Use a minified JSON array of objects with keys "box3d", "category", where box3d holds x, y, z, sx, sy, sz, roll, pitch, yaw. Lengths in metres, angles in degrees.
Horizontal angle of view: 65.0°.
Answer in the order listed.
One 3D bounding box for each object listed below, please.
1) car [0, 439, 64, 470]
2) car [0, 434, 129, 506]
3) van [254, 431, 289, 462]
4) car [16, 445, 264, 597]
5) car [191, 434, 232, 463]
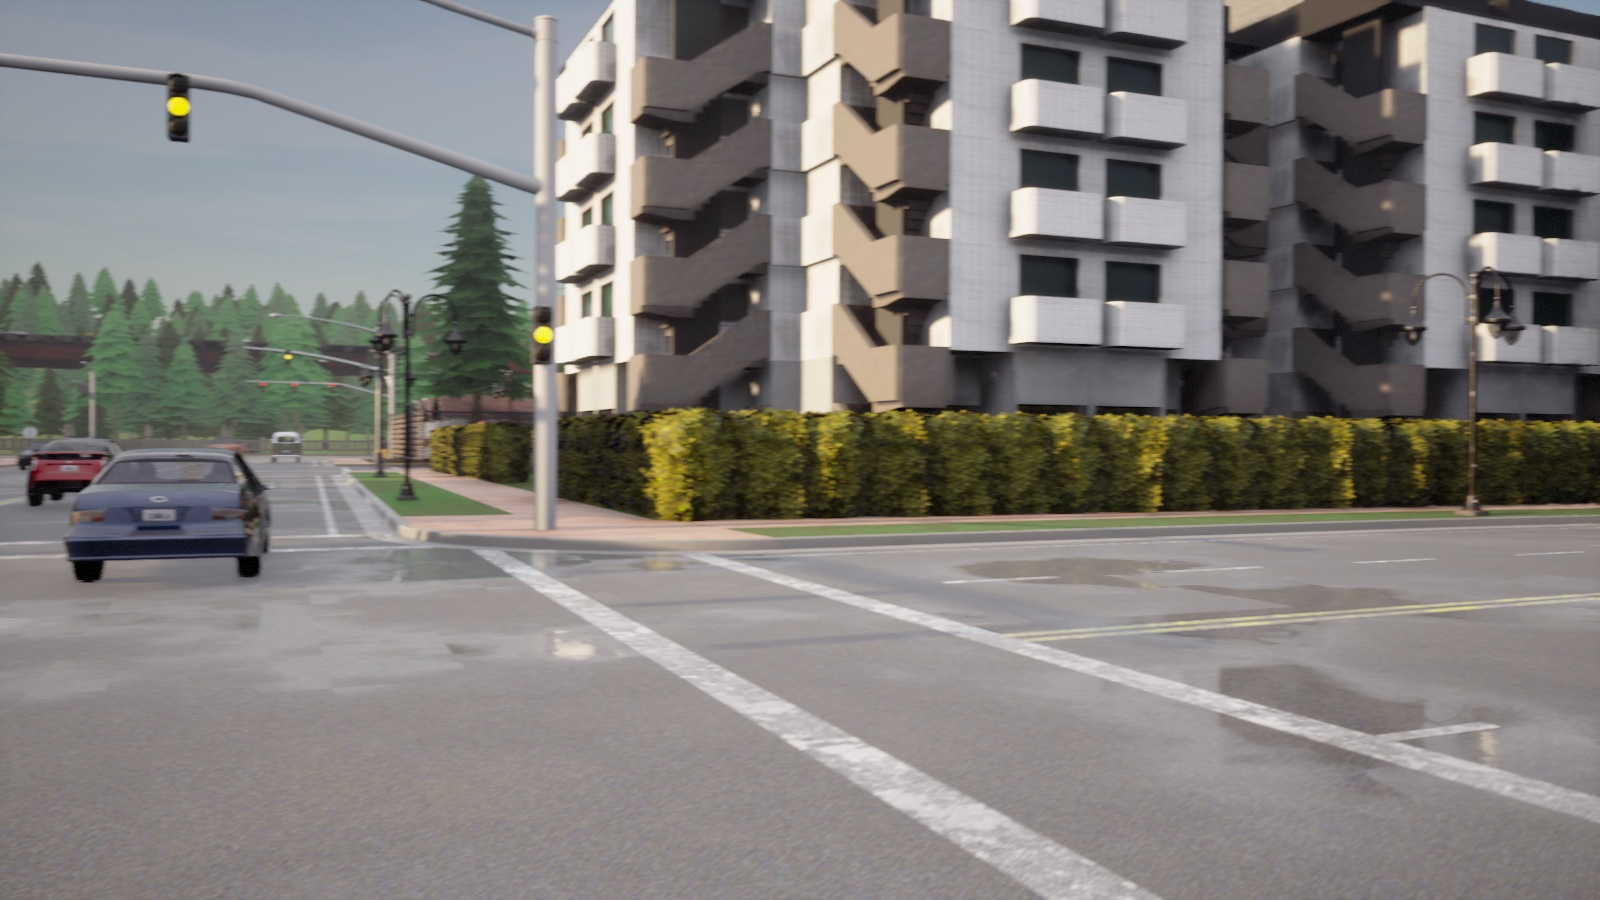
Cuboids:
[{"box3d":[-37.376,0.198,61.040,2.033,1.411,5.357,0,0,-22],"category":"car"},{"box3d":[-17.084,0.412,29.315,2.007,1.525,4.514,0,0,-22],"category":"car"},{"box3d":[-35.076,-0.246,83.483,2.069,2.038,4.480,0,0,-22],"category":"van"},{"box3d":[-7.430,0.660,14.675,2.033,1.411,5.357,0,0,-22],"category":"car"},{"box3d":[-37.351,-0.103,79.754,2.097,1.767,4.553,0,0,-22],"category":"car"}]
